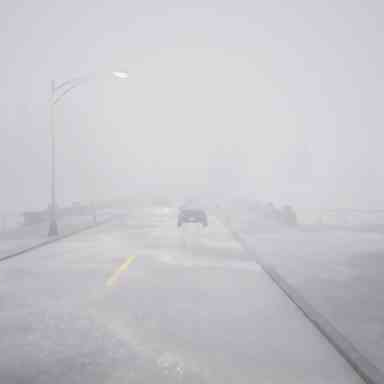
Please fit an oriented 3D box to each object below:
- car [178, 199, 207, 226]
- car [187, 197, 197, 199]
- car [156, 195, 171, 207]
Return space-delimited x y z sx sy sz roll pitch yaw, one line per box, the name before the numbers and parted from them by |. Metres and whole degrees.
car | 0.026 1.424 22.183 1.812 1.442 4.674 0 0 0
car | 0.019 1.338 45.896 2.033 1.411 5.357 0 0 0
car | -4.039 1.257 47.643 2.128 1.511 4.902 0 0 1
